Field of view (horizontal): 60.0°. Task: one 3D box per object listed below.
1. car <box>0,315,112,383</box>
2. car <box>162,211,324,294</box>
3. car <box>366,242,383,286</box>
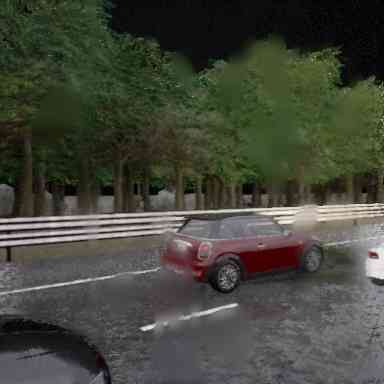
[{"bbox_3d":[-2.879,1.487,1.826,4.902,1.511,2.128,0,0,-36],"label":"car"},{"bbox_3d":[1.532,1.346,9.014,4.553,1.767,2.097,0,0,-35],"label":"car"},{"bbox_3d":[6.036,1.525,8.025,4.674,1.442,1.812,0,0,-34],"label":"car"}]
